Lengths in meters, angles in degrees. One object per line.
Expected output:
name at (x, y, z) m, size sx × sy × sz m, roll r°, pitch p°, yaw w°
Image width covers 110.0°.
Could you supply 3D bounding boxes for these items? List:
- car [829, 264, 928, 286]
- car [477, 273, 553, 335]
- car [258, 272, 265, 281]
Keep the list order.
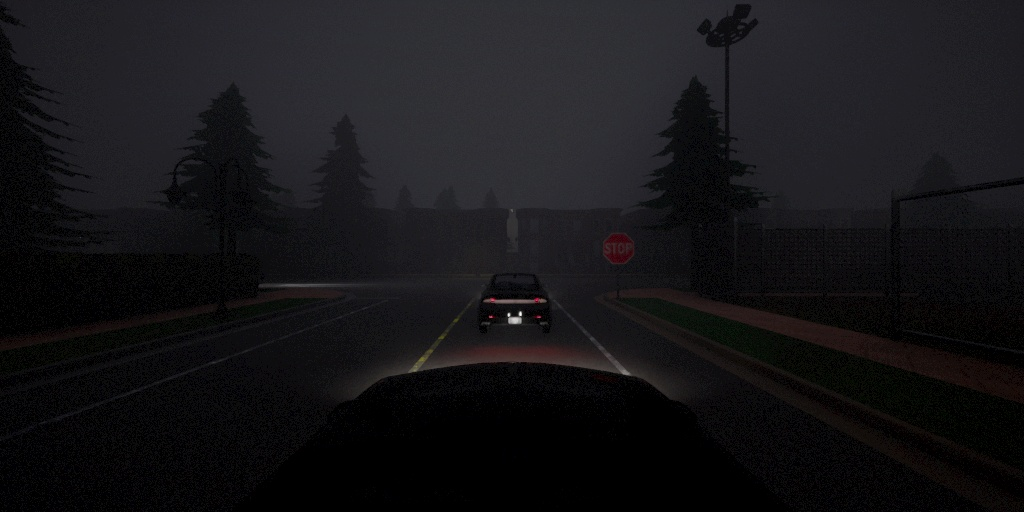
car at (24.929, 1.276, 24.569) m, size 5.357 × 1.411 × 2.033 m, roll 0°, pitch 0°, yaw 0°
car at (0.081, 1.242, 10.536) m, size 2.128 × 1.511 × 4.902 m, roll 0°, pitch 0°, yaw 0°
car at (-19.609, 1.329, 24.335) m, size 4.718 × 1.301 × 1.895 m, roll 0°, pitch 0°, yaw 0°
